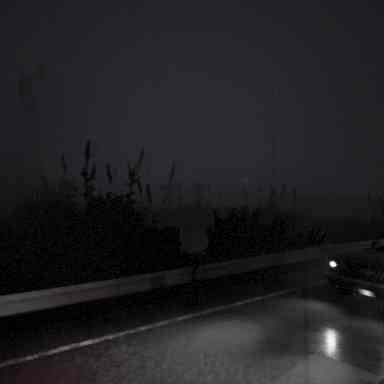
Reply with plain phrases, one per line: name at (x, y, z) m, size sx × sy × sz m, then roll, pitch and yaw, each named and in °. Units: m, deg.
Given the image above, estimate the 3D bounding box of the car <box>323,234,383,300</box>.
car at (5.065, 1.564, 7.435) m, size 4.718 × 1.301 × 1.895 m, roll 0°, pitch 0°, yaw -34°
